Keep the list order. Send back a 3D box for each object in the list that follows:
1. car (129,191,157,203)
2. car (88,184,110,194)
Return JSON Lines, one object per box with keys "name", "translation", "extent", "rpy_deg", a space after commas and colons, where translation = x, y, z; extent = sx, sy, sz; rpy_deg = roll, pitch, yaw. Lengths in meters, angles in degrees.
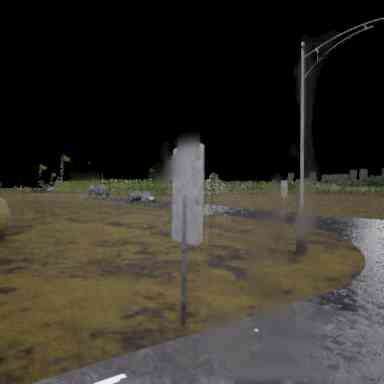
{"name": "car", "translation": [-6.238, 0.603, 42.130], "extent": [2.128, 1.511, 4.902], "rpy_deg": [1, 0, -35]}
{"name": "car", "translation": [-15.630, -0.291, 55.693], "extent": [2.150, 2.045, 5.566], "rpy_deg": [1, 0, -35]}
